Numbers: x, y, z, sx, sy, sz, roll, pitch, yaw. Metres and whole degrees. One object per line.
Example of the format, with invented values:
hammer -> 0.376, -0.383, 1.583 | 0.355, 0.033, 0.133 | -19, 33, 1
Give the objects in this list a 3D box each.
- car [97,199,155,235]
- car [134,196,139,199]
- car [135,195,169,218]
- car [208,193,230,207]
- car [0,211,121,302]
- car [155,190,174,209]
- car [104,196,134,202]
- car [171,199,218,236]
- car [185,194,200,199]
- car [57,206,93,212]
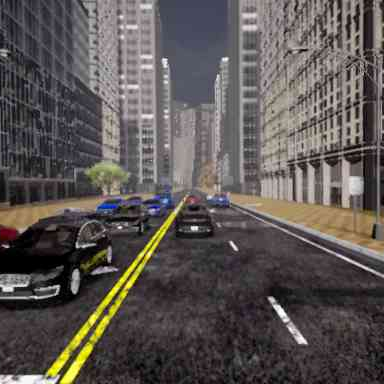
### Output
car -> -3.320, 1.373, 17.807 | 1.837, 1.490, 4.892 | -1, 1, 0
car -> -6.463, 1.180, 38.113 | 1.812, 1.442, 4.674 | -1, 1, 0
car -> -3.249, 1.276, 27.627 | 1.812, 1.442, 4.674 | -1, 1, 0
car -> 3.390, 0.882, 40.791 | 2.097, 1.767, 4.553 | -1, 1, 0
car -> -3.339, 1.484, 8.468 | 1.837, 1.490, 4.892 | -1, 1, 0
car -> -3.216, 0.845, 38.075 | 2.150, 2.045, 5.566 | -1, 1, 0
car -> -6.494, 1.257, 27.843 | 1.882, 1.535, 5.008 | -1, 1, 0
car -> 0.113, 1.346, 17.307 | 1.837, 1.490, 4.892 | -1, 1, 0
car -> 0.078, 1.050, 43.592 | 1.812, 1.442, 4.674 | -1, 1, 1
car -> -6.564, 1.494, 18.340 | 1.895, 1.301, 4.718 | -1, 1, 0
